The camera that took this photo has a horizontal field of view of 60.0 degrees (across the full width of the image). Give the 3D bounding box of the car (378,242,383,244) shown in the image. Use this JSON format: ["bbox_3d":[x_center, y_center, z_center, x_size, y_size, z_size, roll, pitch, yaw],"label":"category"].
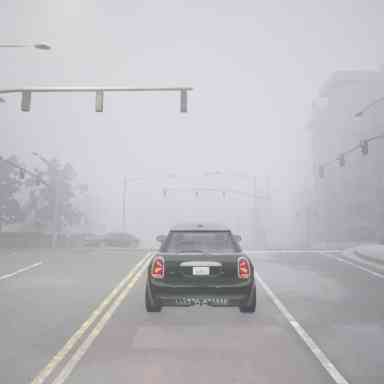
[{"bbox_3d":[17.226,4.286,26.186,4.892,1.490,1.837,5,-10,1],"label":"car"}]

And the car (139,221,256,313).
[{"bbox_3d":[0.179,1.489,8.147,2.097,1.767,4.553,0,-1,0],"label":"car"}]

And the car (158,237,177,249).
[{"bbox_3d":[-3.070,6.616,42.711,2.033,1.411,5.357,0,-10,1],"label":"car"}]

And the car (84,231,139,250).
[{"bbox_3d":[-6.611,4.104,28.090,1.837,1.490,4.892,-6,-11,44],"label":"car"}]
